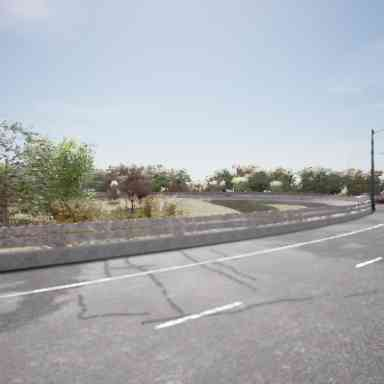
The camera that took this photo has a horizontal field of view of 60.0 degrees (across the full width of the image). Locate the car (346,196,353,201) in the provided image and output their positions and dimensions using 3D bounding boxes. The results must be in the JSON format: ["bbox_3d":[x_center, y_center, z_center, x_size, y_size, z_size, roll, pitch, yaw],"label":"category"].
[{"bbox_3d":[40.361,1.679,84.347,1.994,1.385,4.181,0,0,2],"label":"car"}]

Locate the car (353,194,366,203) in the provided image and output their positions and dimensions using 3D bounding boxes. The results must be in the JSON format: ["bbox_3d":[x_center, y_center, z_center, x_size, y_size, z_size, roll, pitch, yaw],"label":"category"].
[{"bbox_3d":[39.355,1.772,75.817,2.128,1.511,4.902,0,0,8],"label":"car"}]

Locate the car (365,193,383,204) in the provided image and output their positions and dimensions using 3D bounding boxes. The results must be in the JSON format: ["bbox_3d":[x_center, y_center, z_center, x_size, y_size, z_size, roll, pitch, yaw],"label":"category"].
[{"bbox_3d":[37.982,1.576,68.505,2.097,1.767,4.553,0,0,13],"label":"car"}]
